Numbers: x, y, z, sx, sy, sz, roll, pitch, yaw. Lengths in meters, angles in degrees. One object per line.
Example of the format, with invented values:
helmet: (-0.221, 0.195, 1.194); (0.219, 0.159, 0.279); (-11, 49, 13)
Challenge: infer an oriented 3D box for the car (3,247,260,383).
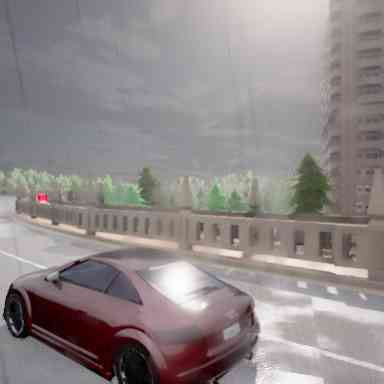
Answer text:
car: (-1.111, 1.571, 5.080); (4.181, 1.385, 1.994); (0, 0, 38)

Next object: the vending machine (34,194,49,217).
vending machine: (-14.055, 1.197, 31.067); (1.100, 2.100, 0.880); (0, 0, -32)
